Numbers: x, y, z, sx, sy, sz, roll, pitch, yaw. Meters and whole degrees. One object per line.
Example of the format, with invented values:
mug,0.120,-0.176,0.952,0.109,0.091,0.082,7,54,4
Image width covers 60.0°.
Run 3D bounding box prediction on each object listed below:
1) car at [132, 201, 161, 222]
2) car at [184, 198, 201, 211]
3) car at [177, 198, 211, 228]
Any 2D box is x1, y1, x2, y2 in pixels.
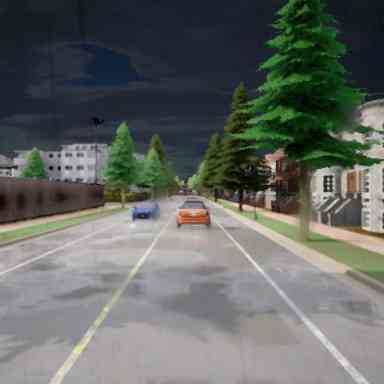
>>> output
car,-3.588,1.480,26.784,1.882,1.535,5.008,0,0,0
car,-0.002,1.507,41.341,1.837,1.490,4.892,0,0,-3
car,0.107,1.354,22.158,2.097,1.767,4.553,0,0,0
